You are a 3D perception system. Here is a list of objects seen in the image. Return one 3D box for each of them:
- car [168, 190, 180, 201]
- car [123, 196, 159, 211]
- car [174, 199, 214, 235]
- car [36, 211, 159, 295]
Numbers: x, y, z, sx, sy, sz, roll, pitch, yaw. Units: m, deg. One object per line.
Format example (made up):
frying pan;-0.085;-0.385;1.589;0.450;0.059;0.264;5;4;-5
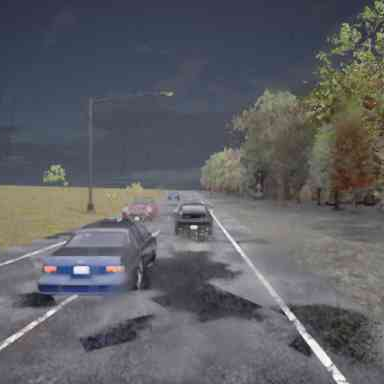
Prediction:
car;-3.503;0.611;64.807;2.150;2.045;5.566;0;1;0
car;-3.595;1.133;23.937;2.097;1.767;4.553;0;0;0
car;0.095;1.342;17.684;1.837;1.490;4.892;0;1;0
car;-2.042;1.467;8.675;2.033;1.411;5.357;0;1;0
